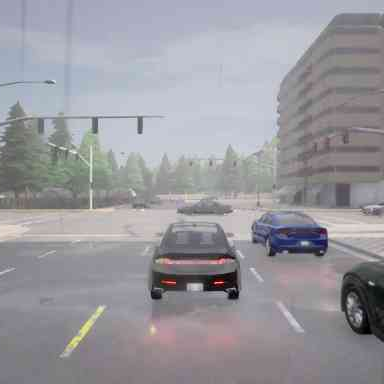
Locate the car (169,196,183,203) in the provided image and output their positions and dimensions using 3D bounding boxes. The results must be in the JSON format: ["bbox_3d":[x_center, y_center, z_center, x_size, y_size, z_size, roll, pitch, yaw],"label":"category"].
[{"bbox_3d":[-3.111,1.525,69.415,1.812,1.442,4.674,0,0,23],"label":"car"}]

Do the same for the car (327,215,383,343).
[{"bbox_3d":[3.601,1.352,3.883,2.097,1.767,4.553,0,0,0],"label":"car"}]

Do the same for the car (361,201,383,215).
[{"bbox_3d":[18.852,1.581,32.086,4.674,1.442,1.812,0,0,-1],"label":"car"}]

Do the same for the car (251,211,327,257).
[{"bbox_3d":[3.588,1.478,13.034,1.882,1.535,5.008,0,0,0],"label":"car"}]

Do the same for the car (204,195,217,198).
[{"bbox_3d":[4.386,1.523,80.915,1.812,1.442,4.674,0,0,42],"label":"car"}]

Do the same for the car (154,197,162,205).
[{"bbox_3d":[-6.361,1.564,56.768,1.994,1.385,4.181,0,0,5],"label":"car"}]

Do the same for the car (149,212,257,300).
[{"bbox_3d":[0.068,1.491,8.389,2.128,1.511,4.902,0,0,0],"label":"car"}]

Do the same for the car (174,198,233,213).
[{"bbox_3d":[1.225,1.568,32.013,5.357,1.411,2.033,0,0,0],"label":"car"}]

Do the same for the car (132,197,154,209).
[{"bbox_3d":[-7.021,1.547,46.592,2.033,1.411,5.357,0,0,1],"label":"car"}]
